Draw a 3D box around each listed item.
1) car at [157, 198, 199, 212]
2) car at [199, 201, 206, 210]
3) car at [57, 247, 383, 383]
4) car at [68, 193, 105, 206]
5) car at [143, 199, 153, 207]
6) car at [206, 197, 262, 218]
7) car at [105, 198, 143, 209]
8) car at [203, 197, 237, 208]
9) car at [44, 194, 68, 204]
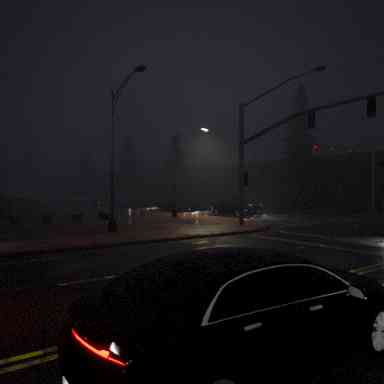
[{"bbox_3d":[-1.973,1.554,38.703,2.033,1.411,5.357,0,0,-39],"label":"car"},{"bbox_3d":[-0.319,1.512,41.931,1.837,1.490,4.892,0,0,-41],"label":"car"},{"bbox_3d":[0.851,1.506,4.403,4.892,1.490,1.837,0,0,-35],"label":"car"},{"bbox_3d":[-16.673,1.227,54.045,5.566,2.045,2.150,0,0,20],"label":"car"},{"bbox_3d":[-7.668,1.571,48.757,4.181,1.385,1.994,0,0,35],"label":"car"},{"bbox_3d":[3.832,1.511,30.879,1.837,1.490,4.892,0,0,-36],"label":"car"},{"bbox_3d":[-9.438,1.531,45.780,4.674,1.442,1.812,0,0,36],"label":"car"},{"bbox_3d":[3.969,1.487,48.000,1.882,1.535,5.008,0,0,-42],"label":"car"},{"bbox_3d":[-26.177,1.357,63.835,4.553,1.767,2.097,0,0,9],"label":"car"}]
